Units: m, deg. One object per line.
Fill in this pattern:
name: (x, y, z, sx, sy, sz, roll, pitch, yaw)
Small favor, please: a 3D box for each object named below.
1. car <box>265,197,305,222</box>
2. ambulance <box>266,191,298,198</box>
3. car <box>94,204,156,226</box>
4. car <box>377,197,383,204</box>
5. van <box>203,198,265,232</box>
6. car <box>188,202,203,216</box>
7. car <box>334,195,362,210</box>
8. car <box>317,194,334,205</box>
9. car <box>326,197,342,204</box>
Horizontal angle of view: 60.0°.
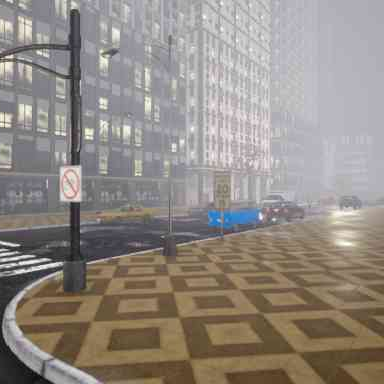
car: (7.623, 1.472, 26.870, 1.967, 1.590, 4.097, 0, 0, 38)
ambulance: (10.254, 1.063, 38.979, 2.351, 2.431, 6.366, 0, 0, 38)
car: (-4.733, 1.540, 23.969, 1.752, 1.417, 4.829, 0, 0, 38)
car: (38.211, 1.658, 66.514, 1.947, 1.339, 4.313, 0, 0, 38)
van: (2.652, 1.368, 20.247, 1.690, 1.788, 3.998, 0, 0, 38)
car: (1.384, 1.604, 31.685, 1.802, 1.307, 4.206, 0, 0, 38)
car: (21.218, 1.368, 44.490, 2.192, 1.841, 5.009, 0, 0, 38)
car: (25.176, 1.381, 62.520, 2.192, 1.841, 5.009, 0, 0, 38)
car: (28.575, 1.624, 66.924, 2.008, 1.369, 4.403, 0, 0, 38)
